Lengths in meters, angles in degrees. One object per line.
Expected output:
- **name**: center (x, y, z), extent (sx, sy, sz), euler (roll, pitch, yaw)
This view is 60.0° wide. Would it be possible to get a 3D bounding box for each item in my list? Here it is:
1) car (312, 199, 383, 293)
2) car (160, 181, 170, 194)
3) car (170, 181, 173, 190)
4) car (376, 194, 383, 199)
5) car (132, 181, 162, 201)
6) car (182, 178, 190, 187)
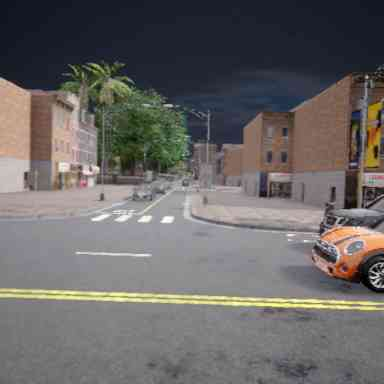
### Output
- **car**: center (5.302, 1.214, 7.832), extent (4.553, 1.767, 2.097), euler (2, 2, -1)
- **car**: center (-4.427, -0.672, 43.271), extent (2.097, 1.767, 4.553), euler (2, 2, 0)
- **car**: center (-4.439, -1.210, 59.443), extent (2.128, 1.511, 4.902), euler (2, 2, 0)
- **car**: center (7.259, 1.023, 11.098), extent (5.566, 2.045, 2.150), euler (2, 2, -1)
- **car**: center (-4.370, -0.009, 31.044), extent (2.128, 1.511, 4.902), euler (2, 3, 0)
- **car**: center (-1.601, -2.105, 83.656), extent (1.947, 1.339, 4.313), euler (2, 2, 0)
